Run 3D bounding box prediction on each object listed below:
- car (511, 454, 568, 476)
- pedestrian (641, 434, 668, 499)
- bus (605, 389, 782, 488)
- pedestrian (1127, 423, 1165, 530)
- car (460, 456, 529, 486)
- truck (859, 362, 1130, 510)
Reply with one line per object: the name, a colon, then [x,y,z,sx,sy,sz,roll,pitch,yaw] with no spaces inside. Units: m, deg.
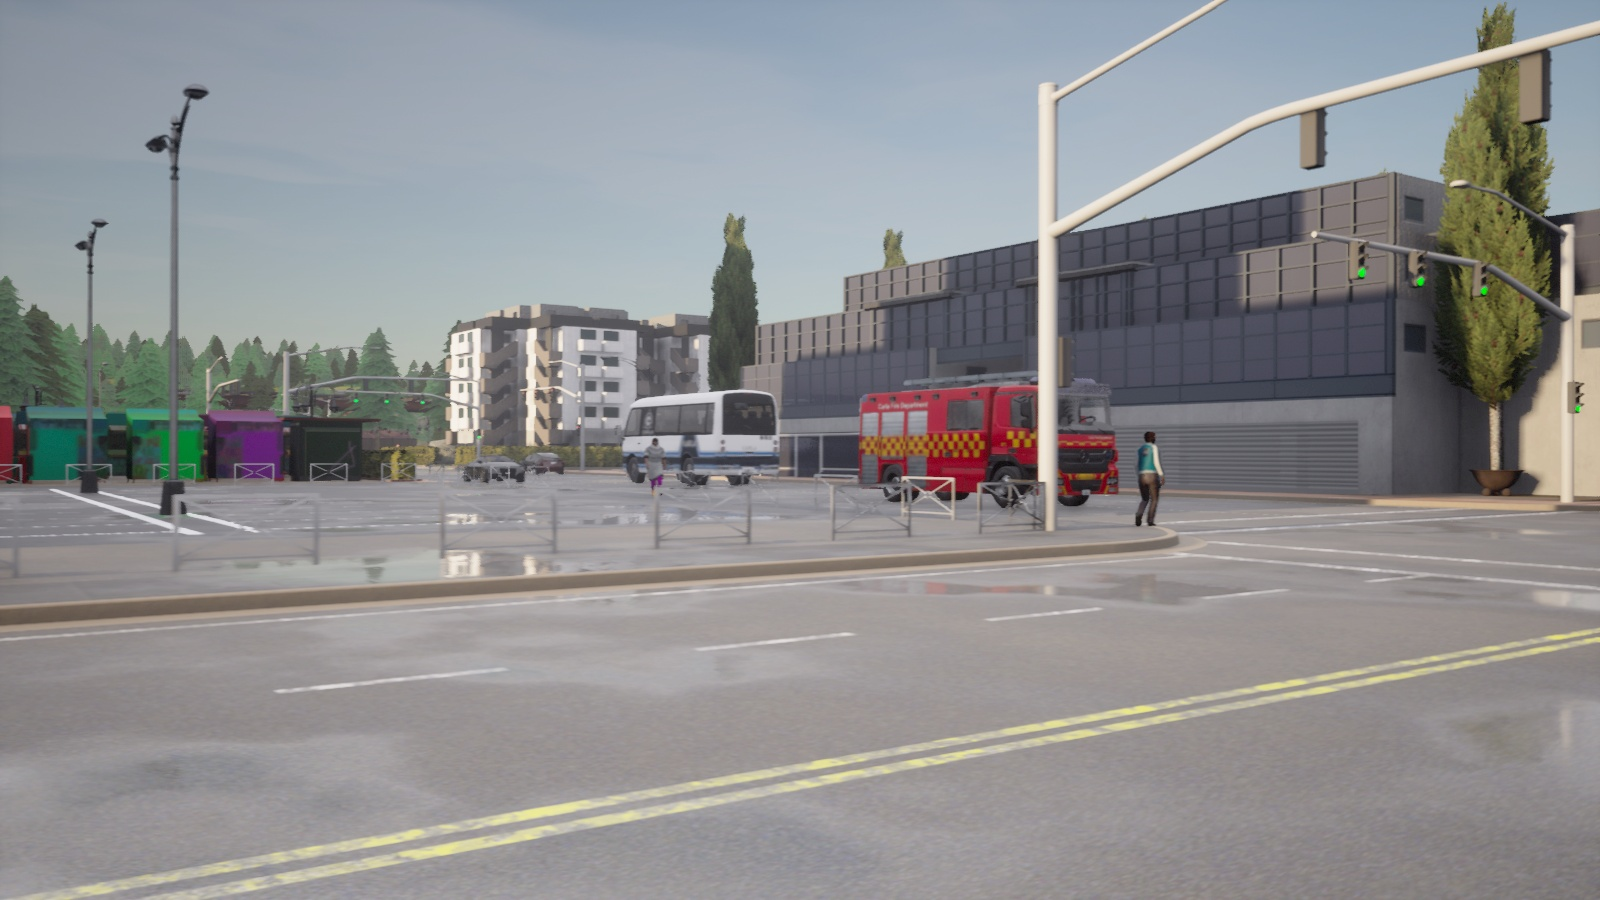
car: [-17.561,0.990,84.593,2.163,1.488,4.792,0,0,-33]
pedestrian: [-4.421,0.506,38.191,0.659,1.952,0.873,0,0,-18]
bus: [-5.283,-0.475,59.408,3.944,4.253,10.273,0,0,-33]
pedestrian: [6.375,0.479,23.121,0.396,1.930,0.692,0,0,42]
car: [-15.005,0.991,61.489,1.994,1.385,4.181,0,0,-33]
truck: [5.377,-0.341,36.725,2.891,3.827,8.468,0,0,-33]
